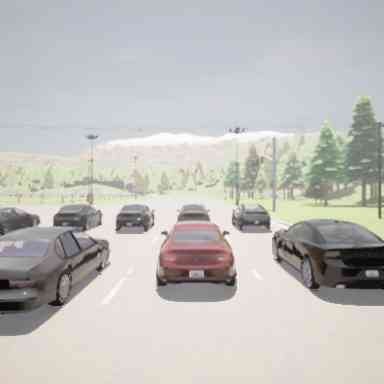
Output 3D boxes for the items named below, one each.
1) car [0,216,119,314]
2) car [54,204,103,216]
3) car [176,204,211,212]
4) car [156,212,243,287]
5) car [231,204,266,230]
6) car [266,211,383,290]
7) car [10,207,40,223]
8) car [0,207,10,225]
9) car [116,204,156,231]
[{"bbox_3d":[-3.409,1.539,7.882,2.033,1.411,5.357,0,0,0],"label":"car"},{"bbox_3d":[-6.906,1.484,20.574,1.837,1.490,4.892,0,0,0],"label":"car"},{"bbox_3d":[0.093,1.484,20.546,1.837,1.490,4.892,0,0,0],"label":"car"},{"bbox_3d":[0.095,1.516,9.154,1.812,1.442,4.674,0,0,0],"label":"car"},{"bbox_3d":[3.592,1.469,20.779,2.128,1.511,4.902,0,0,0],"label":"car"},{"bbox_3d":[3.597,1.468,9.112,1.882,1.535,5.008,0,0,0],"label":"car"},{"bbox_3d":[-10.406,1.528,18.456,2.033,1.411,5.357,0,0,0],"label":"car"},{"bbox_3d":[-6.905,1.211,7.740,2.150,2.045,5.566,0,0,0],"label":"car"},{"bbox_3d":[-3.408,1.484,20.514,1.837,1.490,4.892,0,0,0],"label":"car"}]
